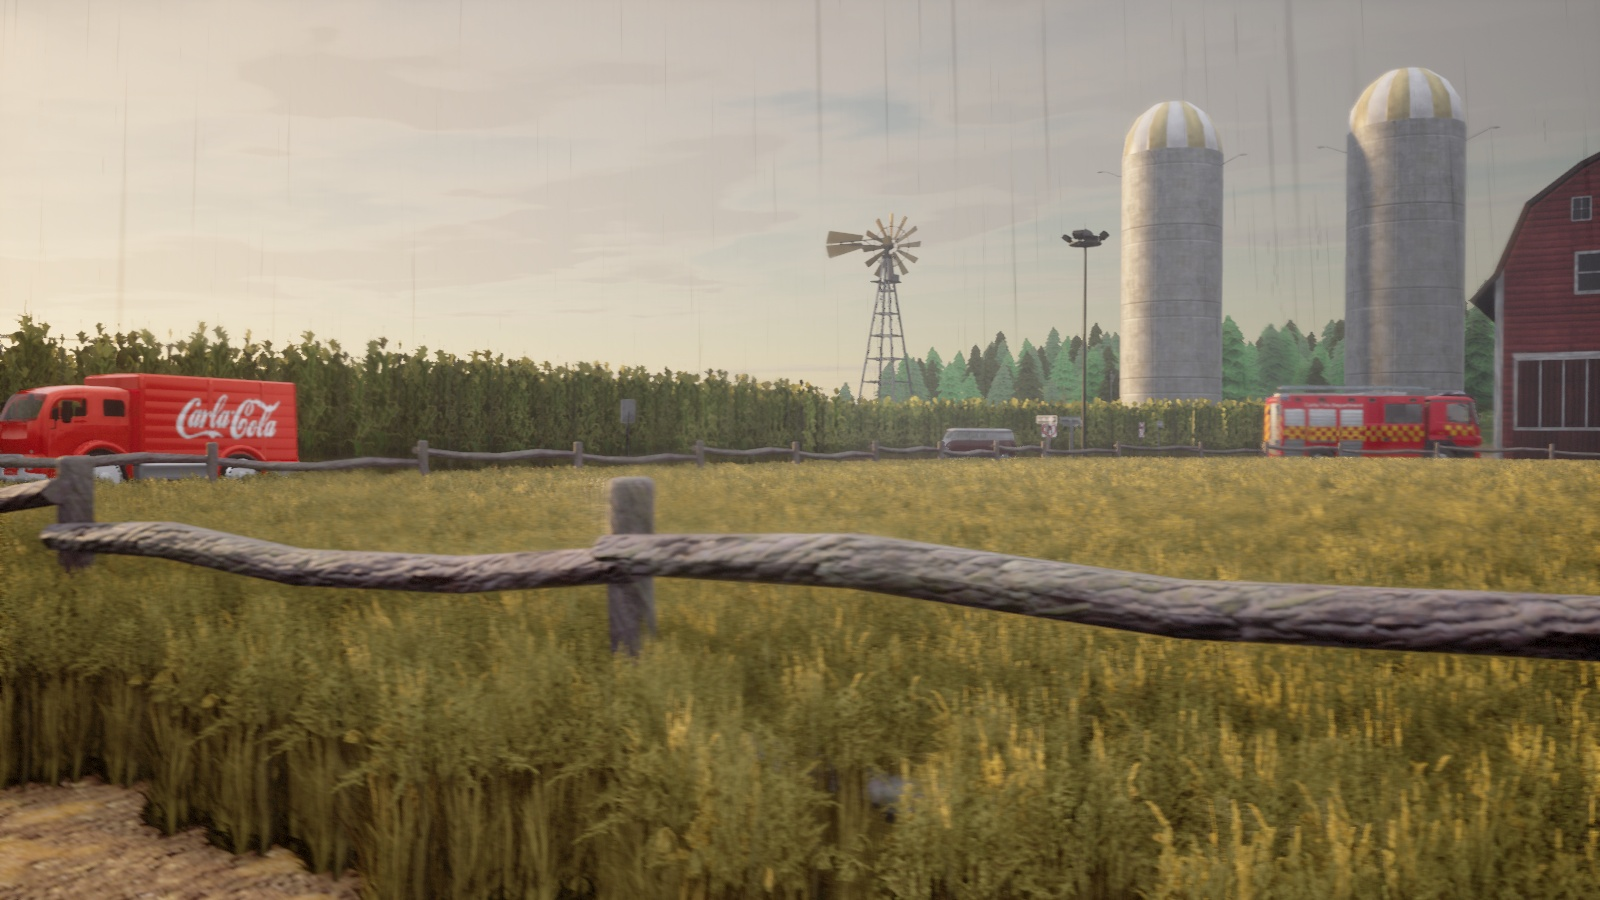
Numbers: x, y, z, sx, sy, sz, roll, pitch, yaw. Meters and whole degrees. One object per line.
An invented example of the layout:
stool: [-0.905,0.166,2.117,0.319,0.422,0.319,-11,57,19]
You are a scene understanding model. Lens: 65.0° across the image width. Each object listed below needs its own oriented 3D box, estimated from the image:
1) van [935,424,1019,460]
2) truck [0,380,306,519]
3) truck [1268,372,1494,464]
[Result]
van: [10.237,-0.451,72.688,4.442,1.987,1.775,-1,0,-16]
truck: [-13.009,-0.020,25.166,2.627,2.467,5.204,0,0,34]
truck: [25.311,-1.359,55.060,8.468,3.827,2.891,-1,0,6]
